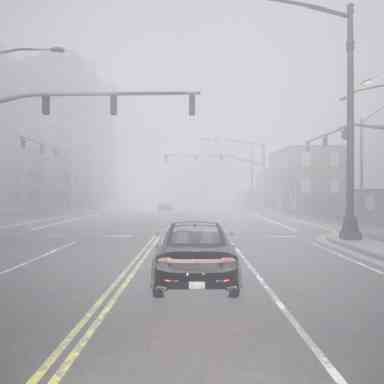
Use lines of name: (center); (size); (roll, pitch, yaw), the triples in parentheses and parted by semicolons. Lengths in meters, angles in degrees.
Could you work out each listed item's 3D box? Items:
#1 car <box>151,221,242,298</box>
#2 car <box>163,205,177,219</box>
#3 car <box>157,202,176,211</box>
car: (0.075, 1.492, 8.506); (2.128, 1.511, 4.902); (0, 0, 0)
car: (-3.598, 3.305, 54.572); (1.882, 1.535, 5.008); (0, -11, 0)
car: (-3.599, 2.055, 45.437); (1.994, 1.385, 4.181); (0, -4, 0)
